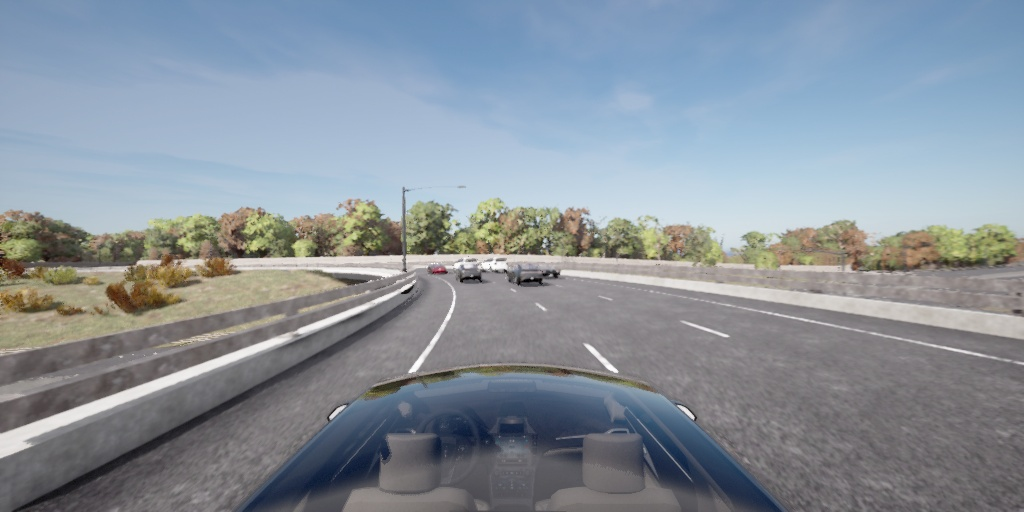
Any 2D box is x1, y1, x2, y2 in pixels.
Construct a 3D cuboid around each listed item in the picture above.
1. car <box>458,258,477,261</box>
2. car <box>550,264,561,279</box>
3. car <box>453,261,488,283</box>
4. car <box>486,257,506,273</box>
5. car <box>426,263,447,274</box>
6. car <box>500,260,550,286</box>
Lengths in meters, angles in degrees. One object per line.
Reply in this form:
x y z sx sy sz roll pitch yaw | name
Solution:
-6.053 1.237 47.102 2.150 2.045 5.566 -1 0 -24 | car
2.731 1.403 33.106 1.895 1.301 4.718 -1 0 -17 | car
-3.788 1.406 30.491 2.128 1.511 4.902 -1 0 -15 | car
-2.316 1.167 47.270 2.150 2.045 5.566 -1 0 -23 | car
-9.961 1.652 47.190 1.994 1.385 4.181 -1 0 -24 | car
0.821 1.308 26.364 2.128 1.511 4.902 -1 0 -13 | car
